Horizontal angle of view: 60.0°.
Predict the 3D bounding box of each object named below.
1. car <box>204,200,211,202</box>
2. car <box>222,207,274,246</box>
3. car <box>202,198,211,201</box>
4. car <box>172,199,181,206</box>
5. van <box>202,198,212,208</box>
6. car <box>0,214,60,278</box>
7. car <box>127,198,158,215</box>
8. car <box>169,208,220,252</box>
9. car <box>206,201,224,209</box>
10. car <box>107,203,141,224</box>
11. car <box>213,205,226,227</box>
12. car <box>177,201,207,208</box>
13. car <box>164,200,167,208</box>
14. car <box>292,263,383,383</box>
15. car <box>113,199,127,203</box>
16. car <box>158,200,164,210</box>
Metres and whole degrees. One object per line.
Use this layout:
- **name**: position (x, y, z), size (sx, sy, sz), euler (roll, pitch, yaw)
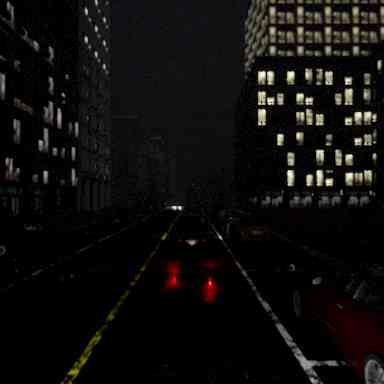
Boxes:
- **car**: position (2.675, 1.932, 38.653), size (1.947, 1.339, 4.313), euler (0, -1, 0)
- **car**: position (2.674, 1.675, 16.068), size (1.752, 1.417, 4.829), euler (0, -1, 0)
- **car**: position (2.681, 2.120, 55.719), size (1.802, 1.307, 4.206), euler (0, -1, 0)
- **car**: position (-2.981, 2.170, 67.975), size (2.128, 1.511, 4.902), euler (0, 0, 0)
- **van**: position (2.684, 1.938, 61.410), size (1.690, 1.788, 3.998), euler (0, -1, 0)
- **car**: position (-5.681, 1.536, 10.239), size (1.967, 1.590, 4.097), euler (0, -1, 0)
- **car**: position (-5.671, 1.682, 38.684), size (2.192, 1.841, 5.009), euler (0, -1, 0)
- **car**: position (0.011, 1.660, 14.387), size (1.812, 1.442, 4.674), euler (0, 0, 0)
- **car**: position (2.673, 1.876, 32.964), size (1.947, 1.339, 4.313), euler (0, -1, 0)
- **car**: position (-5.676, 1.822, 27.304), size (1.947, 1.339, 4.313), euler (0, -1, 0)
- **car**: position (2.671, 1.752, 21.587), size (2.008, 1.369, 4.403), euler (0, -1, 0)
- **car**: position (0.012, 1.820, 28.983), size (2.033, 1.411, 5.357), euler (0, -1, 0)
- **car**: position (-5.664, 2.163, 61.437), size (1.947, 1.339, 4.313), euler (0, -1, 0)
- **car**: position (2.679, 1.625, 4.520), size (1.802, 1.307, 4.206), euler (0, -1, 0)
- **car**: position (-17.436, 2.340, 82.226), size (4.206, 1.307, 1.802), euler (0, -1, 0)
- **car**: position (-5.669, 2.026, 50.060), size (1.887, 1.381, 4.507), euler (0, -1, 0)
